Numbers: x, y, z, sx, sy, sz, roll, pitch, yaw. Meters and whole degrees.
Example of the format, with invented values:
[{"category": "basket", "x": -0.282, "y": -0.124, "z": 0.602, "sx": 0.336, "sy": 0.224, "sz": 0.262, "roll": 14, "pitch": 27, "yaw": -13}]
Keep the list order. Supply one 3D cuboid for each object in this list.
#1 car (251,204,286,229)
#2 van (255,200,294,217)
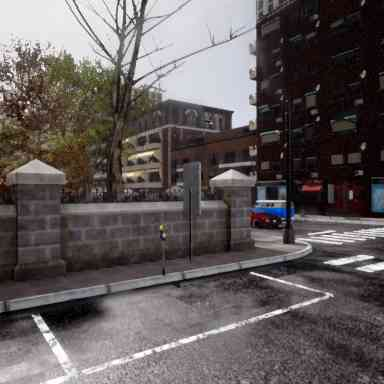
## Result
[{"category": "car", "x": 4.451, "y": 1.834, "z": 24.264, "sx": 1.994, "sy": 1.385, "sz": 4.181, "roll": 0, "pitch": -1, "yaw": -36}, {"category": "van", "x": 7.304, "y": 1.643, "z": 30.180, "sx": 1.690, "sy": 1.788, "sz": 3.998, "roll": -1, "pitch": 0, "yaw": -36}]
